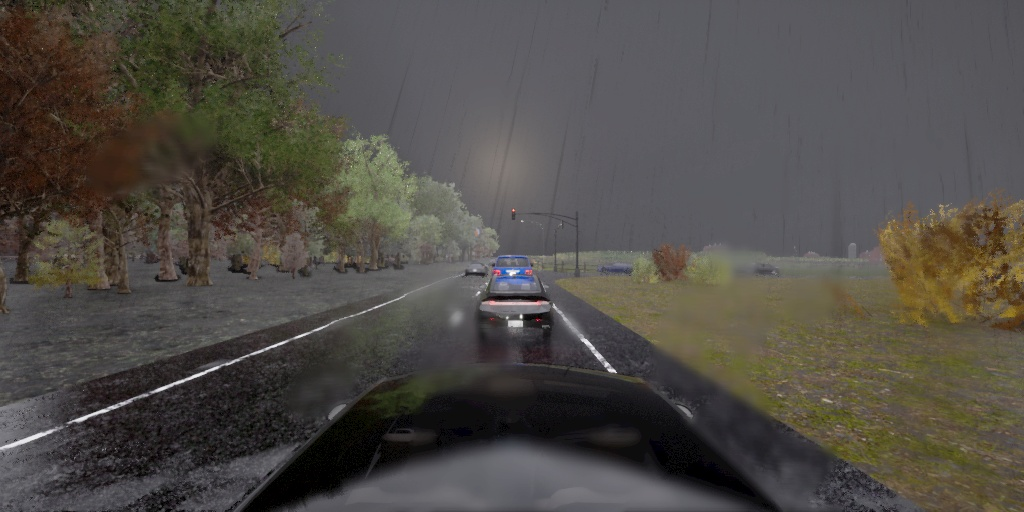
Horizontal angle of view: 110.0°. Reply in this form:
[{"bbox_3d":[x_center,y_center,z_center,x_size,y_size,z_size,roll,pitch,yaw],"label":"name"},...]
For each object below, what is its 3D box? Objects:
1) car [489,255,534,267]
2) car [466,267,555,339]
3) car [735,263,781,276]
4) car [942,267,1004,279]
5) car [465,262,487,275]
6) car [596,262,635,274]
[{"bbox_3d":[0.037,0.976,20.045,2.150,2.045,5.566,0,0,0],"label":"car"},{"bbox_3d":[0.074,1.244,10.128,2.128,1.511,4.902,0,0,0],"label":"car"},{"bbox_3d":[29.683,1.638,43.314,4.892,1.490,1.837,1,-1,0],"label":"car"},{"bbox_3d":[51.211,1.834,39.662,4.674,1.442,1.812,1,-1,1],"label":"car"},{"bbox_3d":[-3.524,1.321,36.021,1.994,1.385,4.181,0,0,0],"label":"car"},{"bbox_3d":[12.616,1.476,43.566,4.674,1.442,1.812,1,-1,3],"label":"car"}]
